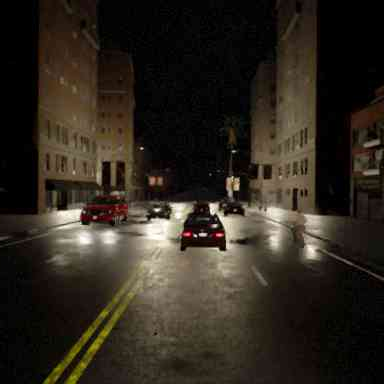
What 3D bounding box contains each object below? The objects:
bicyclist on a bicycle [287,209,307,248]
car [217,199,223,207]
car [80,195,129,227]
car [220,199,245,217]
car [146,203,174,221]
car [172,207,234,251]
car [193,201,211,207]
[{"bbox_3d":[4.531,1.520,14.192,0.866,1.612,1.509,0,0,1],"label":"bicyclist on a bicycle"},{"bbox_3d":[4.441,1.723,43.931,1.837,1.490,4.892,0,0,2],"label":"car"},{"bbox_3d":[-5.979,1.258,23.501,2.150,2.045,5.566,0,0,2],"label":"car"},{"bbox_3d":[4.222,1.733,33.938,1.994,1.385,4.181,0,0,2],"label":"car"},{"bbox_3d":[-2.599,1.632,28.215,2.033,1.411,5.357,0,0,2],"label":"car"},{"bbox_3d":[0.468,1.598,14.467,2.033,1.411,5.357,0,0,2],"label":"car"},{"bbox_3d":[1.099,1.683,37.109,1.812,1.442,4.674,0,0,2],"label":"car"}]
